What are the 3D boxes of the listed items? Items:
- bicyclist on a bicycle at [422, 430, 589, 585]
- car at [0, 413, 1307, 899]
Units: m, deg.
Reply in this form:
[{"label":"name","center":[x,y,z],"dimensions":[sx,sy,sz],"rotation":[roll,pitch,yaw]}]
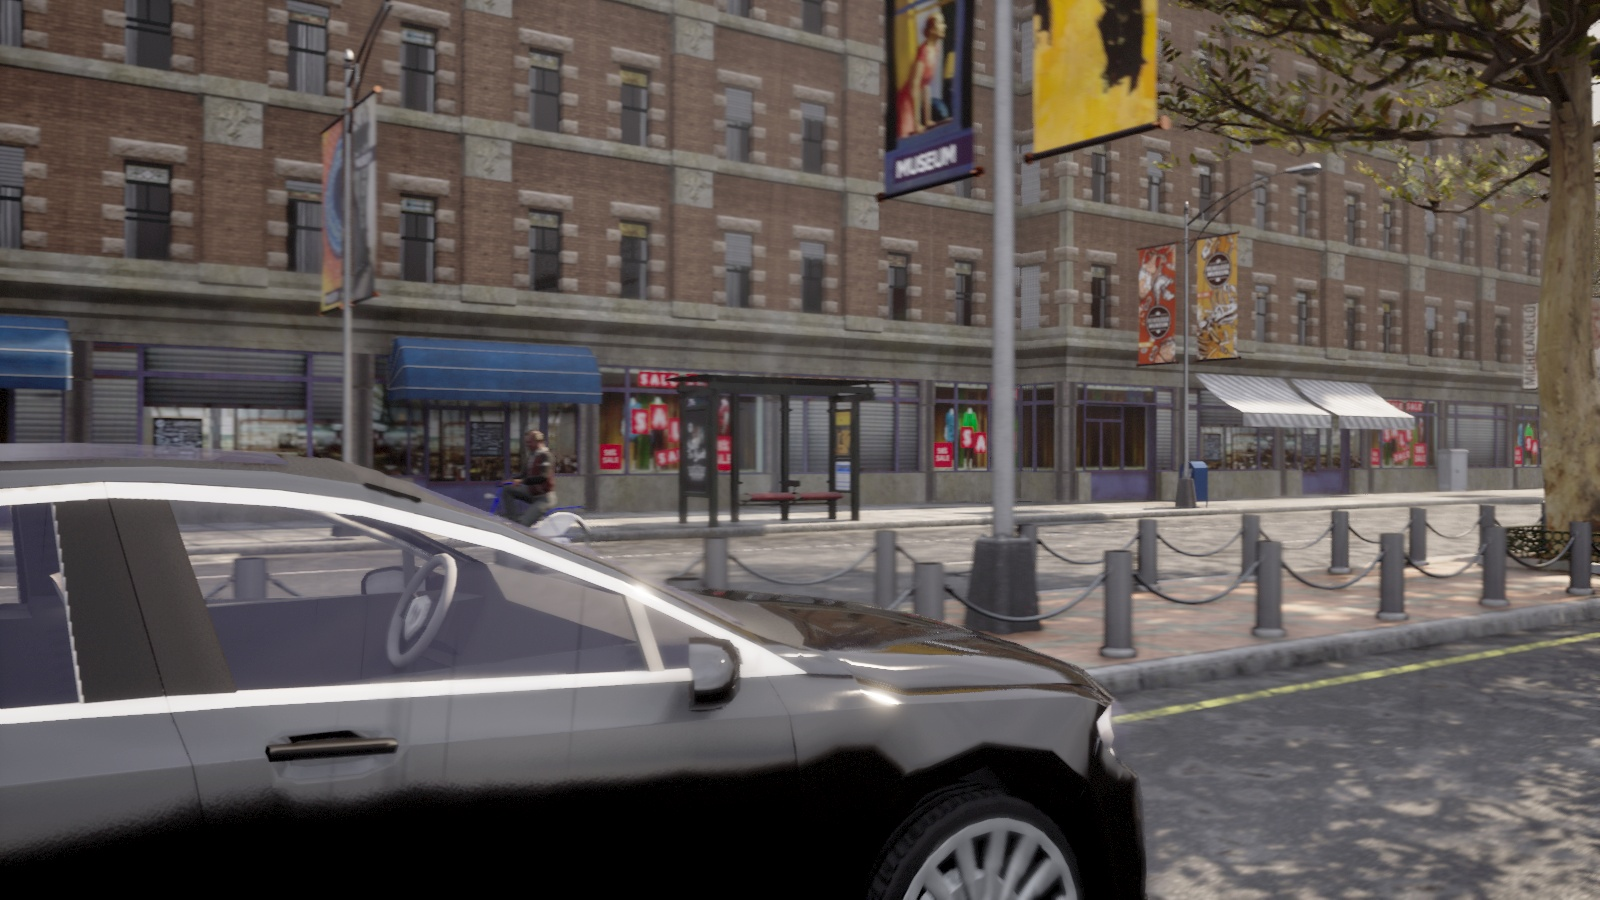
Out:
[{"label":"bicyclist on a bicycle","center":[-3.546,0.660,15.202],"dimensions":[1.843,1.776,0.659],"rotation":[0,0,-35]},{"label":"car","center":[-1.293,0.711,2.759],"dimensions":[4.902,1.511,2.128],"rotation":[0,0,-35]}]
